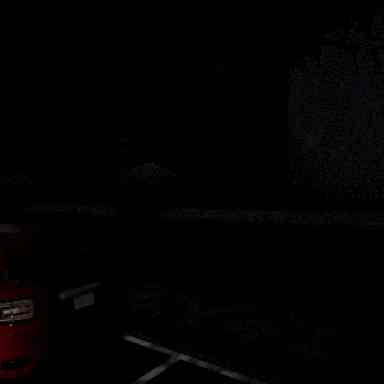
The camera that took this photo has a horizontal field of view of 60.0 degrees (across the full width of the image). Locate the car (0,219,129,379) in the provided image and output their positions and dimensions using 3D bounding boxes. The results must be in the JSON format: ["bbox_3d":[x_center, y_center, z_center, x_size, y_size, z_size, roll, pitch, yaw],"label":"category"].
[{"bbox_3d":[-3.191,1.367,5.237,5.009,1.841,2.192,-1,0,35],"label":"car"}]
